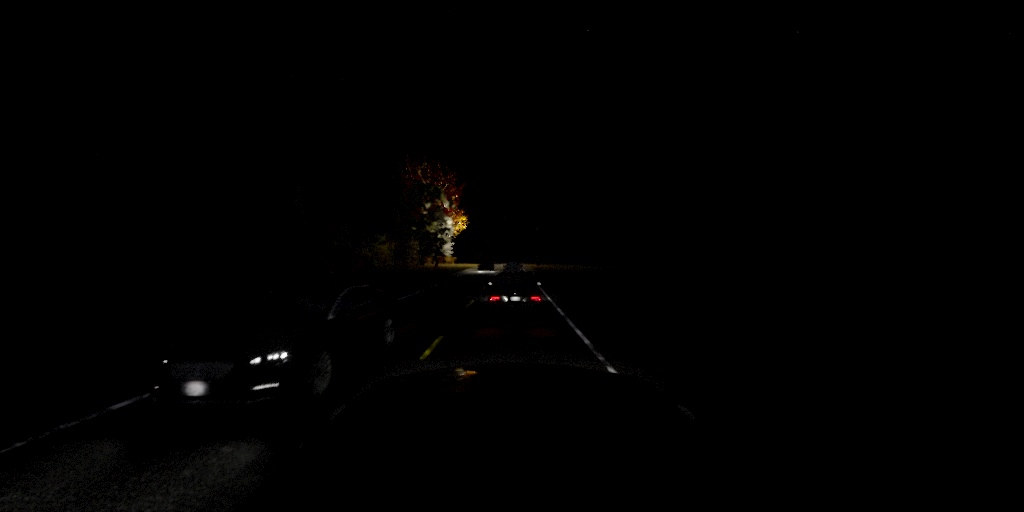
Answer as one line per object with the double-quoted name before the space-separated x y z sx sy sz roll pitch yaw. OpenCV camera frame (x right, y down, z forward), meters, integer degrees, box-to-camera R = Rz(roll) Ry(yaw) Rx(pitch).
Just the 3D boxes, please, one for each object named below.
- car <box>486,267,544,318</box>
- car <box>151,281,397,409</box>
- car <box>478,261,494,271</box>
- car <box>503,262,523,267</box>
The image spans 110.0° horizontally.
"car" 0.099 1.304 13.022 2.033 1.411 5.357 0 0 0
"car" -3.601 1.244 6.530 2.128 1.511 4.902 0 0 0
"car" -3.574 1.347 49.518 1.994 1.385 4.181 0 0 0
"car" 0.094 1.296 34.510 1.812 1.442 4.674 0 0 0
